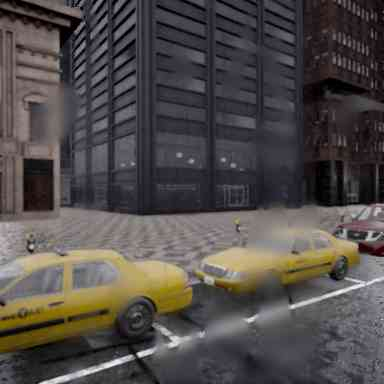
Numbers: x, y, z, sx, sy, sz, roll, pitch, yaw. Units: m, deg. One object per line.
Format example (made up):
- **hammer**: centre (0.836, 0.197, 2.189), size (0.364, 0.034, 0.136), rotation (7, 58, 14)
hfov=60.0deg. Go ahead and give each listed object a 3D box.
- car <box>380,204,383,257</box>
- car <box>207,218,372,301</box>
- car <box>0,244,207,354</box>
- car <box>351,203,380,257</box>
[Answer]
- **car**: centre (7.448, 1.220, 8.694), size (5.566, 2.045, 2.150), rotation (0, 0, -36)
- **car**: centre (2.325, 1.524, 8.312), size (4.829, 1.417, 1.752), rotation (0, 0, -36)
- **car**: centre (-2.267, 1.525, 5.036), size (4.829, 1.417, 1.752), rotation (0, 0, -36)
- **car**: centre (7.054, 1.314, 11.688), size (5.009, 1.841, 2.192), rotation (0, 0, -36)
